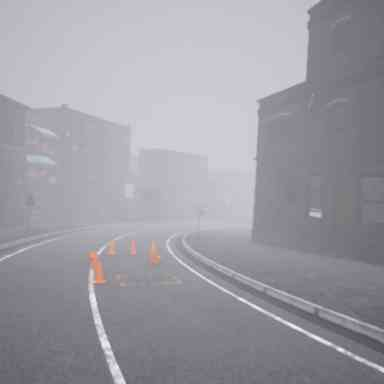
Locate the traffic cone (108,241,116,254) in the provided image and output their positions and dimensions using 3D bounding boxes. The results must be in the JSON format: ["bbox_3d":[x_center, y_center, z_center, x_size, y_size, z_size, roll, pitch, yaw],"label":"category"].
[{"bbox_3d":[-3.795,2.614,15.812,0.340,0.580,0.340,3,-3,-20],"label":"traffic cone"}]

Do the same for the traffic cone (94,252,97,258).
[{"bbox_3d":[-3.412,2.421,11.722,0.340,0.580,0.340,3,-3,-19],"label":"traffic cone"}]

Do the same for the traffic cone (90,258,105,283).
[{"bbox_3d":[-2.750,2.350,9.836,0.340,0.580,0.340,3,-3,-19],"label":"traffic cone"}]
